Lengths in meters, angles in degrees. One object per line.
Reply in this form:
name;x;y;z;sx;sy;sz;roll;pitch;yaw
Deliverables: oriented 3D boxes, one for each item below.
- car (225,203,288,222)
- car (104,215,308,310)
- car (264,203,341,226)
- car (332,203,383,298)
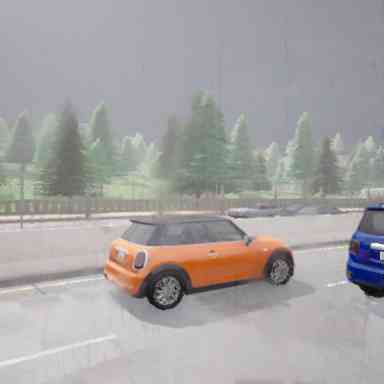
car;5.222;1.584;26.740;4.718;1.301;1.895;0;0;-24
car;0.350;1.339;7.951;4.553;1.767;2.097;0;0;-33
car;8.054;1.549;24.200;5.357;1.411;2.033;0;0;-24
car;5.761;1.238;7.167;5.566;2.045;2.150;0;0;-30
